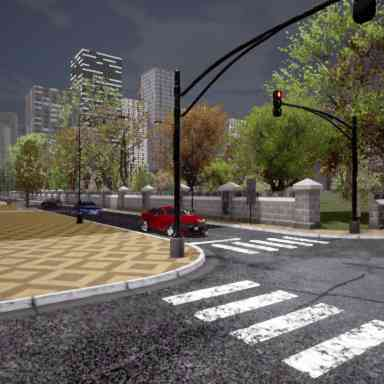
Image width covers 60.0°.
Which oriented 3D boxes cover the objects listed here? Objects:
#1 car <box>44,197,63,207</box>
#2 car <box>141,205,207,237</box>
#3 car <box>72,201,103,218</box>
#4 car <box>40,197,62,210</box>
[{"bbox_3d":[-24.149,1.673,58.032,2.128,1.511,4.902,0,0,-34],"label":"car"},{"bbox_3d":[-1.139,1.513,18.340,1.882,1.535,5.008,0,0,-33],"label":"car"},{"bbox_3d":[-9.960,1.608,31.445,1.812,1.442,4.674,0,0,-34],"label":"car"},{"bbox_3d":[-19.385,1.696,45.424,1.994,1.385,4.181,0,0,-34],"label":"car"}]
